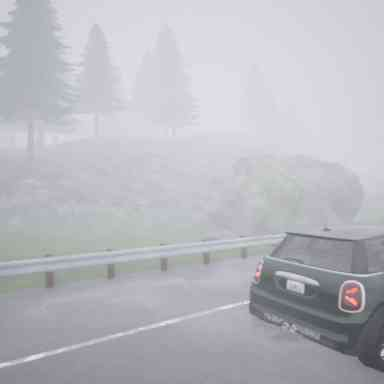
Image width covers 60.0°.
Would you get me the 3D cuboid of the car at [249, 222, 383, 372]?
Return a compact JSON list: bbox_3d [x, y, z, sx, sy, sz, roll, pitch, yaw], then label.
[{"bbox_3d":[3.208,1.347,5.869,4.553,1.767,2.097,0,0,-34],"label":"car"}]
